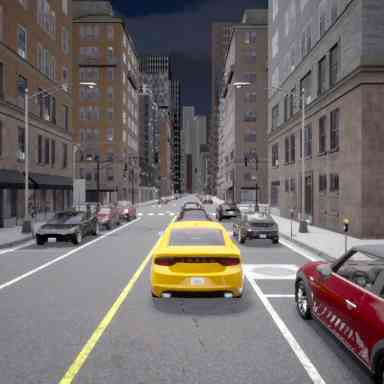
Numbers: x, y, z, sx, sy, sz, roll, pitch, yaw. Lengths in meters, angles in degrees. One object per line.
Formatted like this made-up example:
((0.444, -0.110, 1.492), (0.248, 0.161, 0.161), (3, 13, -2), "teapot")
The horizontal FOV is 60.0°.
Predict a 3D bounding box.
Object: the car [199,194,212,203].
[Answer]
((2.934, 1.484, 63.717), (1.967, 1.590, 4.097), (0, 0, 0), "car")

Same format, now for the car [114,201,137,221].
((-5.651, 1.443, 26.633), (1.967, 1.590, 4.097), (0, 0, 0), "car")

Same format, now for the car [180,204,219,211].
((0.119, 1.565, 17.545), (1.994, 1.385, 4.181), (0, 0, 0), "car")

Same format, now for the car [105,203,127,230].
((-5.655, 1.584, 21.132), (1.802, 1.307, 4.206), (0, 0, 0), "car")

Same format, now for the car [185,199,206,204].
((0.019, 1.529, 26.356), (1.812, 1.442, 4.674), (0, 0, 2), "car")

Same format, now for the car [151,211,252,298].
((0.100, 1.478, 8.552), (1.882, 1.535, 5.008), (0, 0, 0), "car")

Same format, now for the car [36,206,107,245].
((-5.658, 1.567, 15.630), (1.947, 1.339, 4.313), (0, 0, 0), "car")

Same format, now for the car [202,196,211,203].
((2.949, 1.579, 69.296), (1.752, 1.417, 4.829), (0, 0, 0), "car")

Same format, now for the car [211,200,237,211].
((2.875, 1.569, 26.627), (1.947, 1.339, 4.313), (0, 0, 0), "car")

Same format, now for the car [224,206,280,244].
((2.867, 1.552, 15.624), (2.008, 1.369, 4.403), (0, 0, 0), "car")

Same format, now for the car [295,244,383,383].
((2.859, 1.440, 4.621), (1.967, 1.590, 4.097), (0, 0, 0), "car")

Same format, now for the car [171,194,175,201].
((-5.562, 1.616, 74.553), (2.008, 1.369, 4.403), (0, 0, 0), "car")

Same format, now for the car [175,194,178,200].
((-5.523, 1.637, 90.608), (1.752, 1.417, 4.829), (0, 0, 0), "car")

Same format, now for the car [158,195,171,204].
((-5.590, 1.625, 63.736), (1.802, 1.307, 4.206), (0, 0, 0), "car")

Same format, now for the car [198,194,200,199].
((2.962, 1.616, 74.535), (2.008, 1.369, 4.403), (0, 0, 0), "car")
